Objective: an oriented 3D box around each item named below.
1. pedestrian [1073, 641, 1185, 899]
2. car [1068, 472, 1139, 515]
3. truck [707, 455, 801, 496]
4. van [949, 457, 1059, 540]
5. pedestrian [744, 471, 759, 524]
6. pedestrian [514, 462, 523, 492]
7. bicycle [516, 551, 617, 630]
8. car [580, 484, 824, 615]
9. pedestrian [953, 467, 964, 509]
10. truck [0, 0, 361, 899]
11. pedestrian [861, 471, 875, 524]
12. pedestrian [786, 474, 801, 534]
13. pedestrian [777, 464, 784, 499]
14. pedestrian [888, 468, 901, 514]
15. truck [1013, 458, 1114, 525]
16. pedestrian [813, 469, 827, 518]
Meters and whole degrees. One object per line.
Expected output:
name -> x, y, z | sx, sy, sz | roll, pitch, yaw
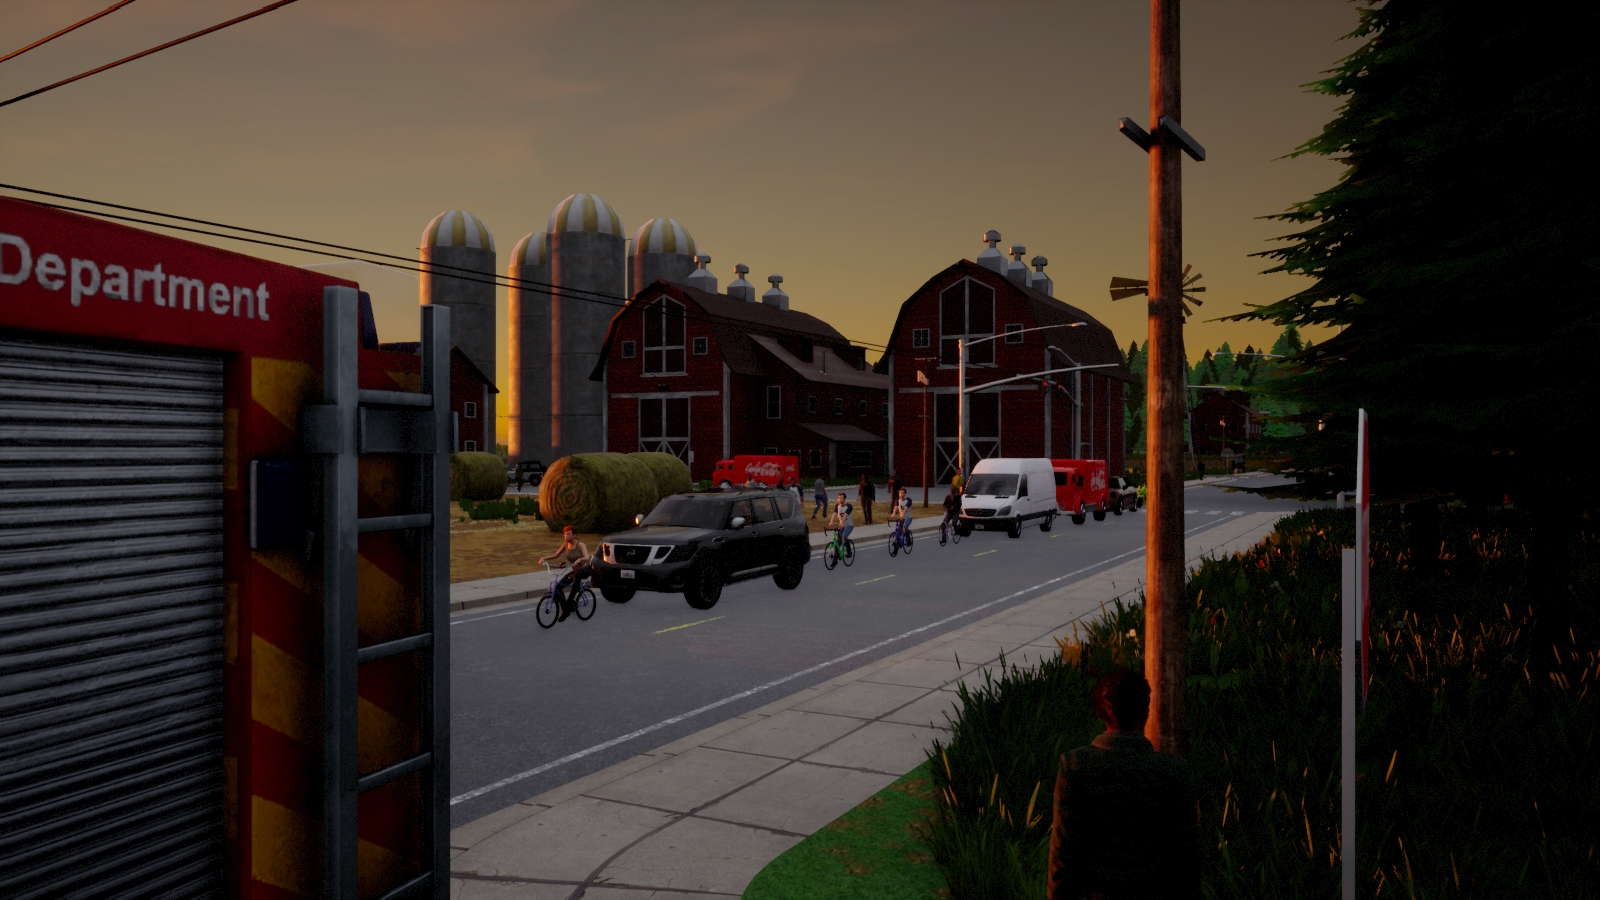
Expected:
pedestrian -> 1.194, 1.663, 4.144 | 0.375, 1.860, 0.375 | 0, 0, 17
car -> 13.635, 1.903, 51.213 | 2.097, 1.767, 4.553 | 0, 0, 28
truck -> -2.862, 1.544, 70.873 | 5.204, 2.467, 2.627 | 0, 0, 27
van -> 7.054, 1.534, 38.933 | 1.988, 2.561, 5.915 | 0, 0, 28
pedestrian -> -1.717, 1.676, 40.611 | 0.375, 1.860, 0.375 | 0, 0, 42
pedestrian -> -17.490, 1.672, 71.071 | 0.375, 1.860, 0.375 | 0, 0, 27
bicycle -> -3.779, 2.256, 18.557 | 0.859, 1.080, 1.487 | 0, 0, 28
car -> -1.713, 1.779, 22.406 | 2.150, 2.045, 5.566 | 0, 0, 27
pedestrian -> 7.054, 1.681, 50.872 | 0.375, 1.860, 0.375 | 0, 0, 38
truck -> -5.942, 0.867, 3.844 | 8.468, 3.827, 2.891 | 0, 0, 19
pedestrian -> 2.410, 1.694, 40.619 | 0.375, 1.860, 0.375 | 0, 0, 28
pedestrian -> -0.202, 1.693, 35.841 | 0.375, 1.860, 0.375 | 0, 0, 23
pedestrian -> -1.038, 1.670, 60.979 | 0.375, 1.860, 0.375 | 0, 0, 5
pedestrian -> 3.899, 1.678, 47.138 | 0.375, 1.860, 0.375 | 0, 0, 30
truck -> 10.539, 1.568, 45.363 | 2.627, 2.467, 5.204 | 0, 0, 28
pedestrian -> 0.770, 1.677, 44.115 | 0.375, 1.860, 0.375 | 0, 0, -38
